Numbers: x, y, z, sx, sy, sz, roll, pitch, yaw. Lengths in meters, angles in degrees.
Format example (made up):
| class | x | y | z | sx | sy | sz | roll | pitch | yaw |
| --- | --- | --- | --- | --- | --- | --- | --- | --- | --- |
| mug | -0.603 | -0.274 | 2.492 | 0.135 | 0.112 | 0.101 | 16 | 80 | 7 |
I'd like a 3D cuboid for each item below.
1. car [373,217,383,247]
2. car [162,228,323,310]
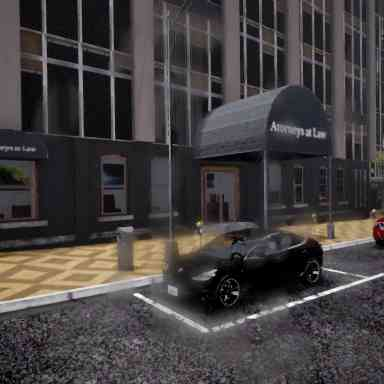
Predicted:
| class | x | y | z | sx | sy | sz | roll | pitch | yaw |
| --- | --- | --- | --- | --- | --- | --- | --- | --- | --- |
| car | 9.633 | 1.310 | 14.045 | 5.009 | 1.841 | 2.192 | 0 | -1 | -37 |
| car | 1.360 | 1.564 | 7.838 | 4.313 | 1.339 | 1.947 | 0 | -1 | -37 |
